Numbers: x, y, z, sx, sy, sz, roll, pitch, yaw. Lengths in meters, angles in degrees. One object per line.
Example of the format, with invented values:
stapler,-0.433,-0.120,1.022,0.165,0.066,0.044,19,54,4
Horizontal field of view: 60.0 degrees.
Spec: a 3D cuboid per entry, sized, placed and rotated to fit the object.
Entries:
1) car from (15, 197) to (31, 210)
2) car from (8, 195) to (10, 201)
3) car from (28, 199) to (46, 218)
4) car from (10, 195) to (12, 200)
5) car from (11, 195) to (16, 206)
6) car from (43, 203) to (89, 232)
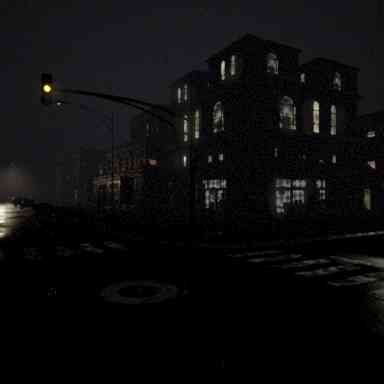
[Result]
car,-21.627,1.561,43.737,2.008,1.369,4.403,0,0,-31
car,-35.780,1.606,67.443,1.802,1.307,4.206,0,0,-31
car,-13.134,1.588,29.513,1.802,1.307,4.206,0,0,-31
car,-30.119,1.569,57.961,2.008,1.369,4.403,0,0,-31
car,-27.287,1.455,53.220,1.967,1.590,4.097,0,0,-31
car,-7.474,1.569,20.032,1.947,1.339,4.313,0,0,-31
